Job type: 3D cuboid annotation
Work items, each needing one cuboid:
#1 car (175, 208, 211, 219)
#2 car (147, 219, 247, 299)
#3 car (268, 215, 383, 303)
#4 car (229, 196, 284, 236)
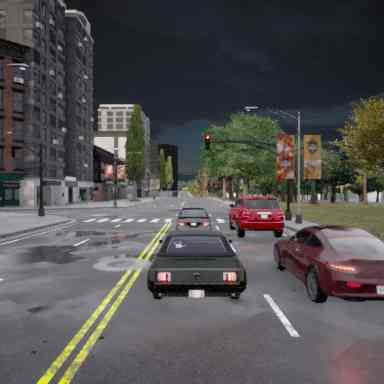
[{"bbox_3d":[0.072,1.544,17.983,2.033,1.411,5.357,0,0,0],"label":"car"},{"bbox_3d":[0.087,1.599,8.390,1.895,1.301,4.718,0,0,0],"label":"car"},{"bbox_3d":[3.340,1.524,8.042,1.812,1.442,4.674,0,0,0],"label":"car"},{"bbox_3d":[3.321,1.218,17.942,2.150,2.045,5.566,0,0,0],"label":"car"}]
